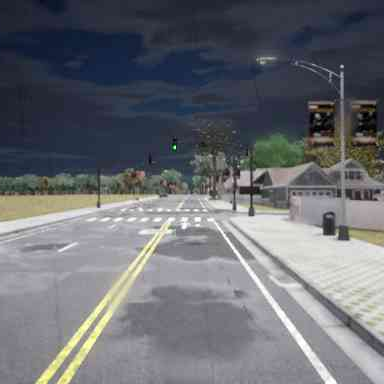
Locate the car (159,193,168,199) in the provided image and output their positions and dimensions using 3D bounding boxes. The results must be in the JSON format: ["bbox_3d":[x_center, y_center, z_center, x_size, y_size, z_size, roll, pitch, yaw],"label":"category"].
[{"bbox_3d":[-6.614,0.849,77.914,1.895,1.301,4.718,0,0,0],"label":"car"}]
